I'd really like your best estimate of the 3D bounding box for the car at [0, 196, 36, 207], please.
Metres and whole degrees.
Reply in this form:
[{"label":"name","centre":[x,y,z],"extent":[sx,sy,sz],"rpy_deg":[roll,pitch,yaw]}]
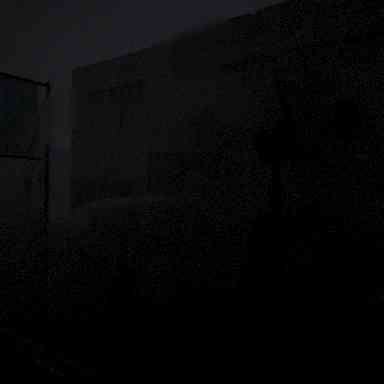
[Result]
[{"label":"car","centre":[-24.780,1.337,46.818],"extent":[2.033,1.411,5.357],"rpy_deg":[2,0,34]}]
